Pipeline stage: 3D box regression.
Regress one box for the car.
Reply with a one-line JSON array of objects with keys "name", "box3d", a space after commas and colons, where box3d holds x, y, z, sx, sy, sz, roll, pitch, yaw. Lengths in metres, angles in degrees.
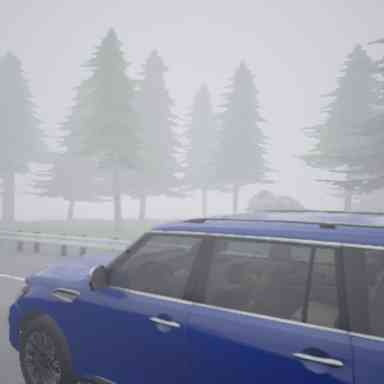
[{"name": "car", "box3d": [0.458, 1.212, 3.385, 5.566, 2.045, 2.150, 0, 0, 34]}]
